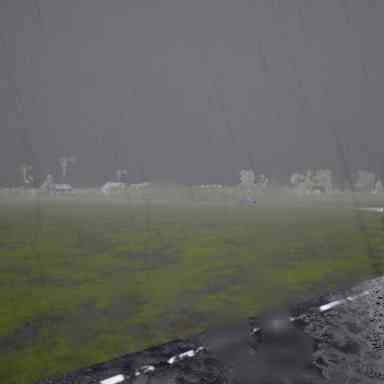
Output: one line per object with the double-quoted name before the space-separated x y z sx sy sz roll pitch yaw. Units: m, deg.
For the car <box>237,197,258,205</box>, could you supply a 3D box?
"car" 10.292 1.622 61.764 1.994 1.385 4.181 0 0 -38
